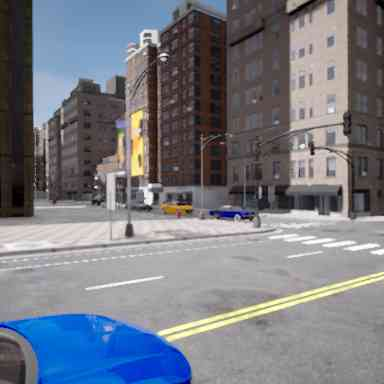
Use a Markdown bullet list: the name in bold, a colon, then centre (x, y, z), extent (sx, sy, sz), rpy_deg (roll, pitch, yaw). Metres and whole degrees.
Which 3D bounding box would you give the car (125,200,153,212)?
- **car**: centre (-7.352, 1.937, 45.645), extent (2.033, 1.411, 5.357), rpy_deg (0, 0, -35)

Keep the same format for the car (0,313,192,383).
- **car**: centre (-2.254, 1.468, 1.835), extent (5.008, 1.535, 1.882), rpy_deg (1, 0, -36)

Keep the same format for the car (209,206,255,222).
- **car**: centre (3.686, 1.924, 29.957), extent (1.895, 1.301, 4.718), rpy_deg (0, 0, -35)

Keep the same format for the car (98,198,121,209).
- **car**: centre (-13.091, 2.027, 53.855), extent (1.895, 1.301, 4.718), rpy_deg (0, 0, -35)

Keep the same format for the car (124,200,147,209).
- **car**: centre (-9.189, 1.963, 53.796), extent (1.994, 1.385, 4.181), rpy_deg (0, 0, -35)

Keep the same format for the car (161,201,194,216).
- **car**: centre (-1.667, 1.833, 37.562), extent (1.882, 1.535, 5.008), rpy_deg (0, 0, -35)

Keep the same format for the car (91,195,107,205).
- **car**: centre (-18.382, 1.683, 66.849), extent (2.150, 2.045, 5.566), rpy_deg (0, 0, -35)
